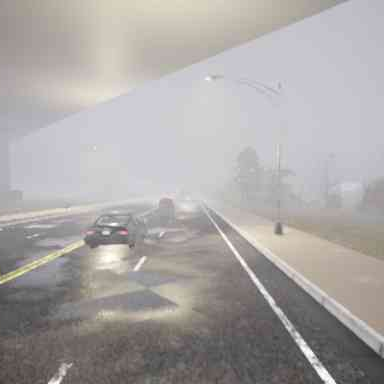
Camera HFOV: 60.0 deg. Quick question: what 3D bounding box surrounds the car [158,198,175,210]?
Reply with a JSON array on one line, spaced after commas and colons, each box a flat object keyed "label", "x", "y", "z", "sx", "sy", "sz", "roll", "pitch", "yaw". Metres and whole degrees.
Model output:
[{"label": "car", "x": -3.170, "y": 1.482, "z": 42.573, "sx": 1.882, "sy": 1.535, "sz": 5.008, "roll": 0, "pitch": 0, "yaw": 0}]

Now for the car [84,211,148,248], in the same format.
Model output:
[{"label": "car", "x": -3.153, "y": 1.549, "z": 14.720, "sx": 2.033, "sy": 1.411, "sz": 5.357, "roll": 0, "pitch": 0, "yaw": 0}]
